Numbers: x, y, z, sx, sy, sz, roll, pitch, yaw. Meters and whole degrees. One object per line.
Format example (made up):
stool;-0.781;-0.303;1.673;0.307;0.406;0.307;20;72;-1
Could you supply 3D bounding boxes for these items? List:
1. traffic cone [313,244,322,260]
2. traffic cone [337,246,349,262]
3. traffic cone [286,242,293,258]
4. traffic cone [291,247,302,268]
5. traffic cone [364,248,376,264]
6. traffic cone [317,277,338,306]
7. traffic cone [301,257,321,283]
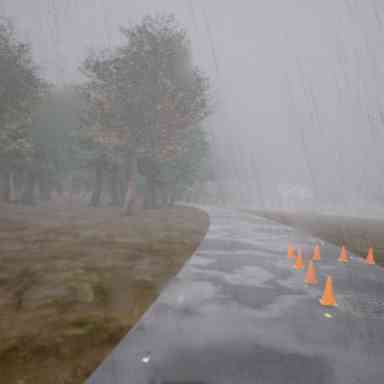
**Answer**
traffic cone;4.984;2.377;13.269;0.340;0.580;0.340;3;-1;9
traffic cone;5.971;2.425;13.115;0.340;0.580;0.340;3;-1;9
traffic cone;3.997;2.329;13.422;0.340;0.580;0.340;3;-1;9
traffic cone;3.692;2.289;11.446;0.340;0.580;0.340;3;-1;9
traffic cone;6.958;2.473;12.962;0.340;0.580;0.340;3;-1;9
traffic cone;3.082;2.209;7.494;0.340;0.580;0.340;3;-1;9
traffic cone;3.387;2.249;9.470;0.340;0.580;0.340;3;-1;9
